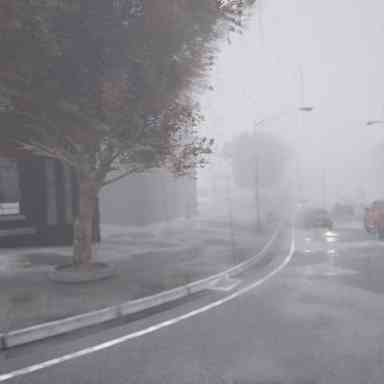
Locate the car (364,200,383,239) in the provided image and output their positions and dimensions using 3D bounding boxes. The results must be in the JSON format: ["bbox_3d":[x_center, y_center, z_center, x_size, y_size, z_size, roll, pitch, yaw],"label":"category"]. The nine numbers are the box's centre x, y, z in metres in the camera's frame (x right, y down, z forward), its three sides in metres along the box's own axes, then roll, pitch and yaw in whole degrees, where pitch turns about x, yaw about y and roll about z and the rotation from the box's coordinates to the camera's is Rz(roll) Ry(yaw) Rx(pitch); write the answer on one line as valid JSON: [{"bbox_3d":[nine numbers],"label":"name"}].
[{"bbox_3d":[11.267,1.432,18.776,2.150,2.045,5.566,-2,-2,18],"label":"car"}]

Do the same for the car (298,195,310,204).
[{"bbox_3d":[21.469,1.336,63.826,1.882,1.535,5.008,-2,2,17],"label":"car"}]

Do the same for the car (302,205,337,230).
[{"bbox_3d":[9.285,1.940,24.670,1.837,1.490,4.892,-2,-2,17],"label":"car"}]

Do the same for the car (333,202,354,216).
[{"bbox_3d":[17.560,1.927,38.901,1.882,1.535,5.008,-2,-1,17],"label":"car"}]
